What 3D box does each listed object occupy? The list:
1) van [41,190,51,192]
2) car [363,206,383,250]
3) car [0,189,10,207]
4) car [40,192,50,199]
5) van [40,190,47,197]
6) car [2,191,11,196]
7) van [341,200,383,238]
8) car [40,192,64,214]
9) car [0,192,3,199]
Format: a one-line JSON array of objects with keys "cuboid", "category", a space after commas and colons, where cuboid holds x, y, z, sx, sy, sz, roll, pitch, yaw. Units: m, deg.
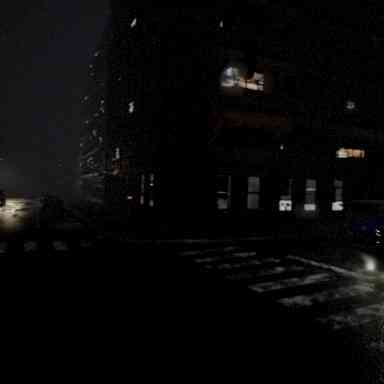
[{"cuboid": [-24.518, 0.698, 55.965, 1.690, 1.788, 3.998, 1, 0, -25], "category": "van"}, {"cuboid": [8.980, 1.429, 12.332, 5.008, 1.535, 1.882, 0, 1, -26], "category": "car"}, {"cuboid": [-22.467, 0.631, 37.799, 2.150, 2.045, 5.566, 1, 0, -24], "category": "car"}, {"cuboid": [-31.463, 0.729, 71.026, 1.887, 1.381, 4.507, 1, 0, -25], "category": "car"}, {"cuboid": [-38.401, 0.356, 86.085, 1.690, 1.788, 3.998, 1, 0, -25], "category": "van"}, {"cuboid": [-46.015, 0.403, 82.582, 1.802, 1.307, 4.206, 1, 0, -25], "category": "car"}, {"cuboid": [8.630, 1.247, 15.015, 3.998, 1.788, 1.690, 0, 2, -26], "category": "van"}, {"cuboid": [-12.951, 1.094, 30.865, 1.967, 1.590, 4.097, 1, 0, -25], "category": "car"}, {"cuboid": [-36.760, 0.629, 62.503, 1.802, 1.307, 4.206, 1, 0, -25], "category": "car"}]
